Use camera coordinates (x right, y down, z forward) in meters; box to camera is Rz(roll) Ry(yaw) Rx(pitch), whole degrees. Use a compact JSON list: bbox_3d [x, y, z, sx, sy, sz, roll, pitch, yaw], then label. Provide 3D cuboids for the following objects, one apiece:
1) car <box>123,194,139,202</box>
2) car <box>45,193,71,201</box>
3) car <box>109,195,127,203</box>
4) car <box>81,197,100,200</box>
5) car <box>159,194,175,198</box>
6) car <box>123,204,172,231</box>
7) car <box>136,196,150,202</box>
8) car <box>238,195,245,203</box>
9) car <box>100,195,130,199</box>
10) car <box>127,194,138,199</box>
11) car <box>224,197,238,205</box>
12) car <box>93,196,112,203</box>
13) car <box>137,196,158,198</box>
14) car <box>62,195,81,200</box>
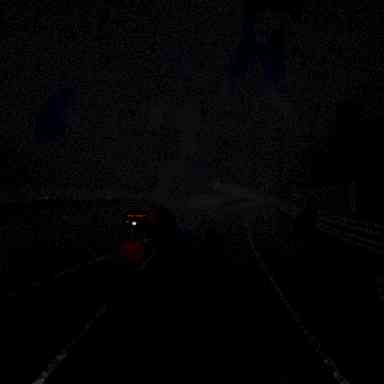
[{"bbox_3d":[-16.277,1.513,88.806,2.150,2.045,5.566,0,-1,13],"label":"car"},{"bbox_3d":[-23.146,1.249,57.959,2.150,2.045,5.566,1,0,13],"label":"car"},{"bbox_3d":[-16.246,1.544,72.793,2.097,1.767,4.553,0,0,13],"label":"car"},{"bbox_3d":[-16.295,1.593,56.609,1.837,1.490,4.892,1,0,13],"label":"car"},{"bbox_3d":[-6.020,1.596,86.561,2.150,2.045,5.566,0,-1,13],"label":"car"},{"bbox_3d":[-2.674,1.511,20.860,1.837,1.490,4.892,0,0,13],"label":"car"},{"bbox_3d":[-12.852,1.839,88.097,2.128,1.511,4.902,0,-1,13],"label":"car"},{"bbox_3d":[12.418,2.169,88.890,1.812,1.442,4.674,0,-1,13],"label":"car"},{"bbox_3d":[-12.858,1.666,55.926,2.033,1.411,5.357,0,0,13],"label":"car"},{"bbox_3d":[-12.830,1.743,72.038,2.128,1.511,4.902,0,0,13],"label":"car"},{"bbox_3d":[7.642,1.940,67.361,2.033,1.411,5.357,0,0,13],"label":"car"},{"bbox_3d":[-19.691,1.636,73.430,1.882,1.535,5.008,0,0,13],"label":"car"},{"bbox_3d":[-9.396,1.748,71.354,1.837,1.490,4.892,0,0,13],"label":"car"},{"bbox_3d":[-19.718,1.659,57.302,1.895,1.301,4.718,0,0,13],"label":"car"}]
